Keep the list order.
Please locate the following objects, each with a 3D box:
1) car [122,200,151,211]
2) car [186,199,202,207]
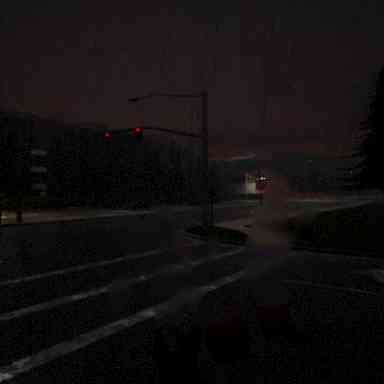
[{"bbox_3d":[-7.867,1.840,47.418,1.812,1.442,4.674,-1,0,36],"label":"car"},{"bbox_3d":[0.887,1.916,59.851,1.895,1.301,4.718,-1,0,35],"label":"car"}]
